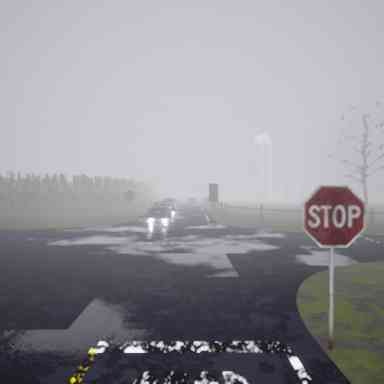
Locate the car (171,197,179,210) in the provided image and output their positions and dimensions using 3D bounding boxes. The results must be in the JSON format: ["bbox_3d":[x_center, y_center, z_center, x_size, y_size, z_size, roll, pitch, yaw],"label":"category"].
[{"bbox_3d":[-2.932,1.519,40.621,1.812,1.442,4.674,0,0,0],"label":"car"}]

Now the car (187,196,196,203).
[{"bbox_3d":[-0.164,1.546,71.774,1.812,1.442,4.674,0,0,0],"label":"car"}]

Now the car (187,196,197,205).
[{"bbox_3d":[-0.036,1.556,61.325,2.033,1.411,5.357,0,0,0],"label":"car"}]

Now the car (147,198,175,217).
[{"bbox_3d":[-2.903,1.555,30.652,1.994,1.385,4.181,0,0,0],"label":"car"}]

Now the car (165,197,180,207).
[{"bbox_3d":[-2.937,1.547,51.120,2.033,1.411,5.357,0,0,0],"label":"car"}]
